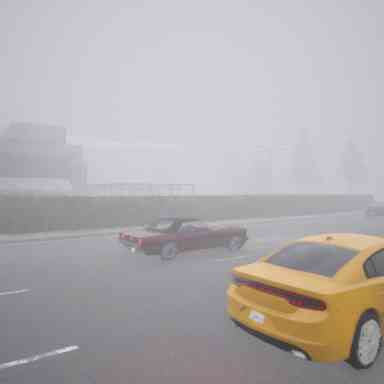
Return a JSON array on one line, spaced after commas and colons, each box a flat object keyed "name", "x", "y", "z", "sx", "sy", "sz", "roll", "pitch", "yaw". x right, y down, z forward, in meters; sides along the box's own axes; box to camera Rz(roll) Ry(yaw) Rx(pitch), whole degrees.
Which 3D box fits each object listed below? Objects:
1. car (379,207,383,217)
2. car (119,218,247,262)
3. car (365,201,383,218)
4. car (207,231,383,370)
[{"name": "car", "x": 11.179, "y": 1.526, "z": 16.017, "sx": 4.674, "sy": 1.442, "sz": 1.812, "roll": 0, "pitch": 0, "yaw": -36}, {"name": "car", "x": -0.140, "y": 1.601, "z": 12.238, "sx": 4.718, "sy": 1.301, "sz": 1.895, "roll": 0, "pitch": 0, "yaw": -35}, {"name": "car", "x": 16.628, "y": 1.525, "z": 28.489, "sx": 4.674, "sy": 1.442, "sz": 1.812, "roll": 0, "pitch": 0, "yaw": -36}, {"name": "car", "x": 2.860, "y": 1.477, "z": 5.781, "sx": 5.008, "sy": 1.535, "sz": 1.882, "roll": 0, "pitch": 0, "yaw": -35}]
